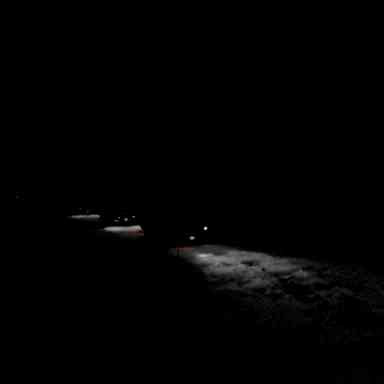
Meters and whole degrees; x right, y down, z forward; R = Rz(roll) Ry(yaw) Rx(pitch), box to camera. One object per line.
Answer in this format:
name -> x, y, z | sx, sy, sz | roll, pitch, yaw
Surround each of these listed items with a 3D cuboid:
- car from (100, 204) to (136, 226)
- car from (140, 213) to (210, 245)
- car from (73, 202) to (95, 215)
car -> -5.896, 1.733, 26.101 | 1.837, 1.490, 4.892 | 0, 0, -28
car -> -1.002, 1.781, 17.013 | 1.895, 1.301, 4.718 | 0, 0, -28
car -> -12.503, 1.850, 38.356 | 1.812, 1.442, 4.674 | 0, 0, -28
